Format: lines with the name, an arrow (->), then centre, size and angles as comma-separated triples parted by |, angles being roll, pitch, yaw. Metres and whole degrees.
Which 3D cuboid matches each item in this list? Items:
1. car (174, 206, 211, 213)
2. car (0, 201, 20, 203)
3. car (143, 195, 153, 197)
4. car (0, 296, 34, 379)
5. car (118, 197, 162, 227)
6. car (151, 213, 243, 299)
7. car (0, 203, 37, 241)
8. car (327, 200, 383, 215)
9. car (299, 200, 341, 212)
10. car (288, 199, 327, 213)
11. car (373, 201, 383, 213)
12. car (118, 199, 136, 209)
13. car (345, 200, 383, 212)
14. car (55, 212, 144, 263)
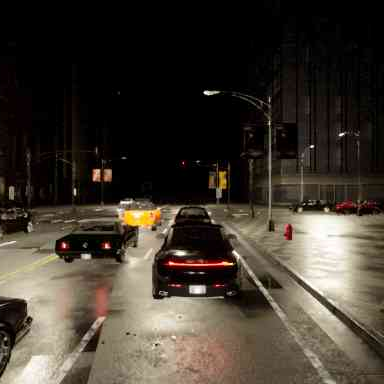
car -> 0.038, 1.510, 17.900 | 1.882, 1.535, 5.008 | 0, 0, 0
car -> -17.998, 1.658, 33.097 | 4.892, 1.490, 1.837 | 0, -1, 5
car -> -9.598, 1.603, 71.790 | 2.150, 2.045, 5.566 | 0, 0, 0
car -> -3.152, 1.548, 2.233 | 2.033, 1.411, 5.357 | 0, 0, 0
car -> -3.104, 1.397, 21.014 | 2.097, 1.767, 4.553 | 0, 0, 0
car -> 0.116, 1.512, 8.409 | 1.837, 1.490, 4.892 | 0, 0, 0
car -> -9.762, 1.532, 16.843 | 1.837, 1.490, 4.892 | 0, 0, 1
car -> 15.382, 1.577, 31.273 | 4.206, 1.307, 1.802 | 0, 0, -1
car -> 15.270, 1.663, 39.797 | 4.313, 1.339, 1.947 | 0, 0, -1
car -> 13.207, 1.576, 37.016 | 4.892, 1.490, 1.837 | 0, -1, -1
car -> 23.108, 1.640, 37.150 | 4.718, 1.301, 1.895 | 0, -1, -1
car -> -9.736, 1.746, 50.428 | 1.812, 1.442, 4.674 | 0, 0, 0
car -> 20.910, 1.644, 39.873 | 4.313, 1.339, 1.947 | 0, 0, -1
car -> -3.123, 1.615, 12.020 | 1.895, 1.301, 4.718 | 0, 0, 0
